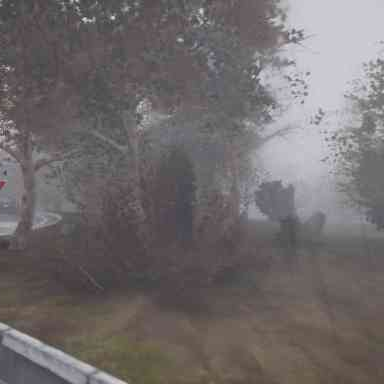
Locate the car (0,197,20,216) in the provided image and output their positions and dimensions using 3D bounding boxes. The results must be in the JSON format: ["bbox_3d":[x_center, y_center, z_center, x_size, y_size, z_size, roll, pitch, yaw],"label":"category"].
[{"bbox_3d":[-16.654,1.179,29.026,2.097,1.767,4.553,0,0,-40],"label":"car"}]
